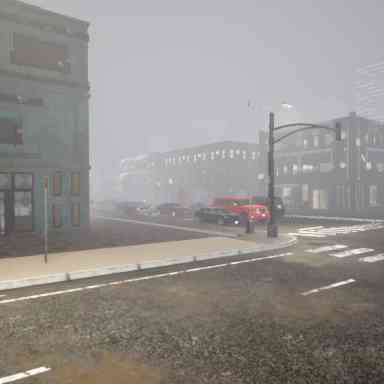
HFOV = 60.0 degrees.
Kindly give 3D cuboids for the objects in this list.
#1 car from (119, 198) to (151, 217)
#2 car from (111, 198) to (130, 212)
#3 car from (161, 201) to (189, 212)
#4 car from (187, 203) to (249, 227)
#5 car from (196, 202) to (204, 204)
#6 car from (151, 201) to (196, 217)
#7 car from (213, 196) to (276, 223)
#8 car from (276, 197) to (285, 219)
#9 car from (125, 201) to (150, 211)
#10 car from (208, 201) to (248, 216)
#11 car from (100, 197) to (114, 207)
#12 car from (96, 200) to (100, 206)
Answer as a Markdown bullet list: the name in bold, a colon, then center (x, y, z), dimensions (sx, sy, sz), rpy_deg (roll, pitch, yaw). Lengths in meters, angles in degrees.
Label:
- **car**: center (-6.048, 1.846, 36.806), dimensions (1.967, 1.590, 4.097), rpy_deg (-1, 0, -35)
- **car**: center (-8.681, 1.963, 45.028), dimensions (2.128, 1.511, 4.902), rpy_deg (-1, 0, -35)
- **car**: center (-2.421, 1.965, 46.174), dimensions (1.802, 1.307, 4.206), rpy_deg (-2, 0, -35)
- **car**: center (1.894, 1.814, 25.425), dimensions (1.947, 1.339, 4.313), rpy_deg (-1, 0, -35)
- **car**: center (0.784, 1.903, 41.663), dimensions (1.802, 1.307, 4.206), rpy_deg (-2, 0, -35)
- **car**: center (-2.041, 1.820, 35.658), dimensions (1.882, 1.535, 5.008), rpy_deg (-1, 0, -35)
- **car**: center (3.813, 1.449, 27.414), dimensions (2.150, 2.045, 5.566), rpy_deg (-1, 0, -35)
- **car**: center (5.815, 1.427, 30.177), dimensions (2.150, 2.045, 5.566), rpy_deg (-1, 0, -36)
- **car**: center (-8.257, 2.081, 49.925), dimensions (1.895, 1.301, 4.718), rpy_deg (-1, 0, -35)
- **car**: center (3.990, 1.809, 37.151), dimensions (2.008, 1.369, 4.403), rpy_deg (-2, 0, -35)
- **car**: center (-15.254, 1.939, 64.221), dimensions (2.192, 1.841, 5.009), rpy_deg (-1, 0, -35)
- **car**: center (-18.455, 2.227, 68.733), dimensions (1.887, 1.381, 4.507), rpy_deg (-1, 0, -35)
